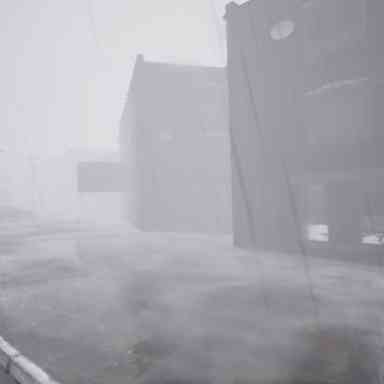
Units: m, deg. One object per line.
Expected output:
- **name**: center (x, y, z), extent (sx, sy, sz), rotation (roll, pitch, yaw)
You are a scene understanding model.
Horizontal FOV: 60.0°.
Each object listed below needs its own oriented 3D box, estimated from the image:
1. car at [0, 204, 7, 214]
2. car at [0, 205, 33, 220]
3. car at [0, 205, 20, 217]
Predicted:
- **car**: center (-30.640, 2.579, 49.741), extent (2.163, 1.488, 4.792), rotation (-1, -1, 34)
- **car**: center (-18.439, 2.058, 33.249), extent (2.231, 1.521, 4.892), rotation (-2, -2, 34)
- **car**: center (-23.656, 2.308, 40.327), extent (2.002, 1.452, 4.674), rotation (-1, -2, 34)
